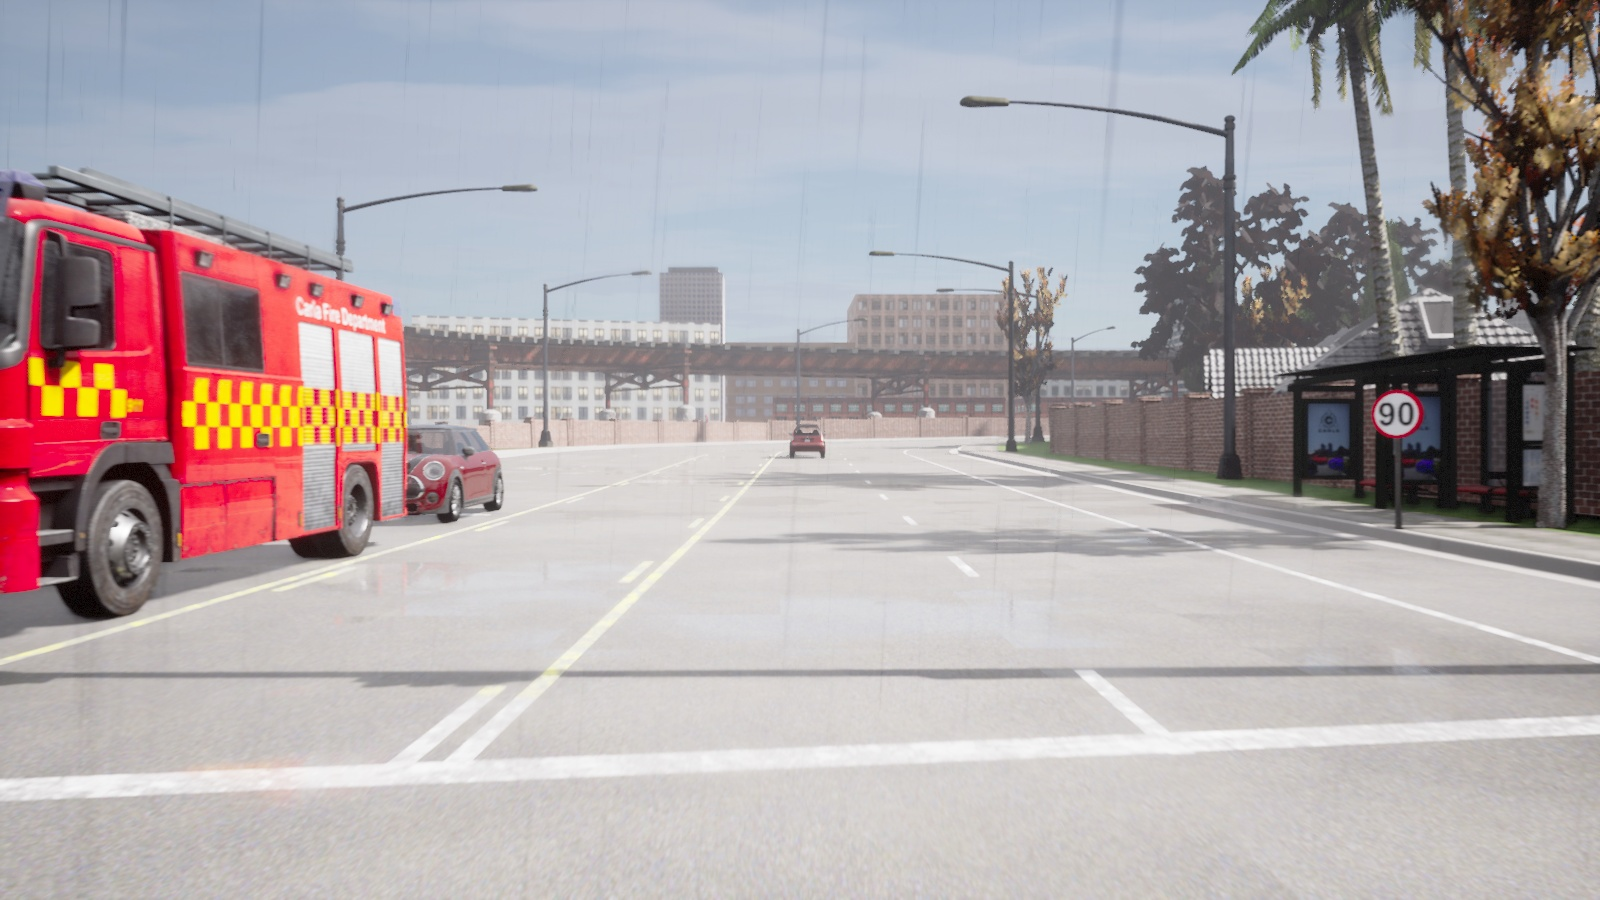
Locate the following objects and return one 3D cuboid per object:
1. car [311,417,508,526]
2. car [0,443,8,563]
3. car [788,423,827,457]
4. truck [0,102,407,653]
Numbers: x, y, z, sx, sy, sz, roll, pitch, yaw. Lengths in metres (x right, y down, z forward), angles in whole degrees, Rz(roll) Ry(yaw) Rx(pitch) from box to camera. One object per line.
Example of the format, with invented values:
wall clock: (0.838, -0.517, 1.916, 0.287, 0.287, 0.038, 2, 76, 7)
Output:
car: (-6.856, 0.310, 22.621, 2.097, 1.767, 4.553, 0, 1, 0)
car: (-10.417, 0.655, 12.203, 2.033, 1.411, 5.357, 0, 1, 0)
car: (0.367, -0.525, 61.917, 1.851, 1.617, 3.988, 0, 1, 0)
truck: (-6.879, -0.565, 12.756, 2.891, 3.827, 8.468, 0, 1, 2)
